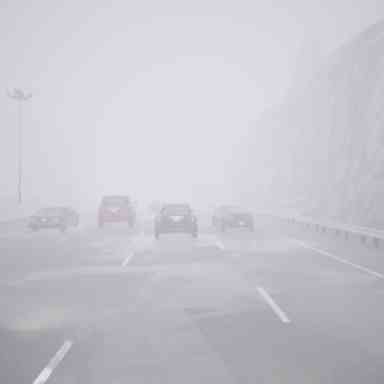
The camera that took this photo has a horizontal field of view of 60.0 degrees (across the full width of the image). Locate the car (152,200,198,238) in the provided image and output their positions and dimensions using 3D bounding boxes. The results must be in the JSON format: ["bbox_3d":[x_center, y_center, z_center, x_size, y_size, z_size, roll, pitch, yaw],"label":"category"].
[{"bbox_3d":[-0.940,1.331,17.863,2.097,1.767,4.553,0,0,-6],"label":"car"}]

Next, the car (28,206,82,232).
[{"bbox_3d":[-8.174,1.538,20.215,2.033,1.411,5.357,0,0,-7],"label":"car"}]

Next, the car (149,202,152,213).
[{"bbox_3d":[-3.654,1.562,36.362,1.895,1.301,4.718,0,0,-11],"label":"car"}]

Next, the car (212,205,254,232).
[{"bbox_3d":[2.377,1.495,19.981,1.812,1.442,4.674,0,0,-6],"label":"car"}]

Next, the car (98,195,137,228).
[{"bbox_3d":[-4.942,1.203,22.429,2.150,2.045,5.566,0,0,-7],"label":"car"}]

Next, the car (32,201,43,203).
[{"bbox_3d":[-28.257,1.505,60.498,1.812,1.442,4.674,0,0,-16],"label":"car"}]
